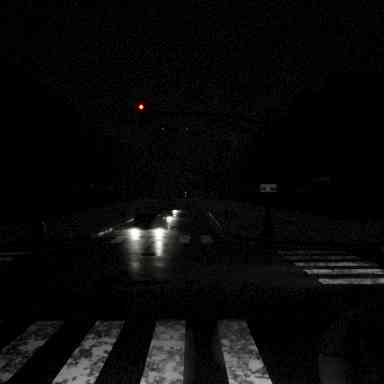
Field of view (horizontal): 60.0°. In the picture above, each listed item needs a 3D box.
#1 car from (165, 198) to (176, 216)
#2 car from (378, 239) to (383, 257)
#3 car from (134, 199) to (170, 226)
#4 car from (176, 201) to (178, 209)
[{"bbox_3d":[-2.931,1.498,33.451,1.882,1.535,5.008,0,0,0],"label":"car"},{"bbox_3d":[7.830,1.574,9.106,4.718,1.301,1.895,0,0,-2],"label":"car"},{"bbox_3d":[-2.912,1.492,23.982,1.882,1.535,5.008,0,0,0],"label":"car"},{"bbox_3d":[-2.939,1.532,43.533,1.837,1.490,4.892,0,0,0],"label":"car"}]
